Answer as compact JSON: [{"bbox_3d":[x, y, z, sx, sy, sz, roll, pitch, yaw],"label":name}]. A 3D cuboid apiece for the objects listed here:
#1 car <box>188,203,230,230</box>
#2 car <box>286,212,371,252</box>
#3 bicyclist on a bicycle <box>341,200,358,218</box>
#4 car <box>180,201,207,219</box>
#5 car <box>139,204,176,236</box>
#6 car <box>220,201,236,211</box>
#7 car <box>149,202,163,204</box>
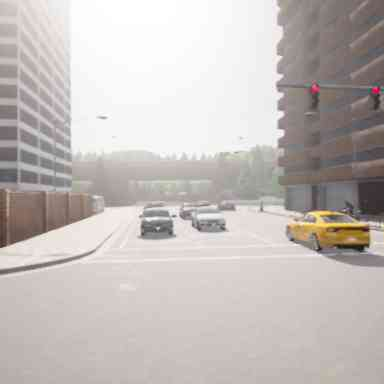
[{"bbox_3d":[1.084,1.779,23.219,1.812,1.442,4.674,0,-1,-7],"label":"car"},{"bbox_3d":[5.663,1.590,14.454,1.882,1.535,5.008,0,-1,-2],"label":"car"},{"bbox_3d":[12.681,1.487,26.962,1.656,1.620,0.582,-1,-1,-7],"label":"bicyclist on a bicycle"},{"bbox_3d":[-0.142,1.869,33.409,2.128,1.511,4.902,0,-1,-7],"label":"car"},{"bbox_3d":[-2.127,1.757,20.433,1.837,1.490,4.892,0,-1,-7],"label":"car"},{"bbox_3d":[5.128,2.067,49.253,1.994,1.385,4.181,0,-1,-6],"label":"car"},{"bbox_3d":[-3.283,1.723,30.144,2.097,1.767,4.553,0,-1,-7],"label":"car"}]
